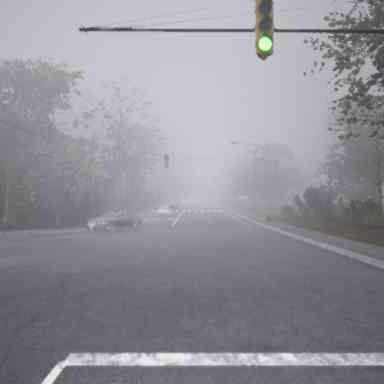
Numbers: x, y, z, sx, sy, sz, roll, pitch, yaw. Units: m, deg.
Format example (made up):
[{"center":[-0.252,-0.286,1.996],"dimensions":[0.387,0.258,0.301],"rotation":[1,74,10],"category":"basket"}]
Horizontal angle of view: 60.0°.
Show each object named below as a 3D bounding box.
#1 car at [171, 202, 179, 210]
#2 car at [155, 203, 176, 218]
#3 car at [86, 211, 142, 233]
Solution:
[{"center":[-3.310,2.556,60.276],"dimensions":[1.895,1.301,4.718],"rotation":[0,0,1],"category":"car"},{"center":[-3.457,2.463,42.034],"dimensions":[1.812,1.442,4.674],"rotation":[0,0,1],"category":"car"},{"center":[-5.794,2.199,25.222],"dimensions":[2.128,1.511,4.902],"rotation":[-2,-1,29],"category":"car"}]
